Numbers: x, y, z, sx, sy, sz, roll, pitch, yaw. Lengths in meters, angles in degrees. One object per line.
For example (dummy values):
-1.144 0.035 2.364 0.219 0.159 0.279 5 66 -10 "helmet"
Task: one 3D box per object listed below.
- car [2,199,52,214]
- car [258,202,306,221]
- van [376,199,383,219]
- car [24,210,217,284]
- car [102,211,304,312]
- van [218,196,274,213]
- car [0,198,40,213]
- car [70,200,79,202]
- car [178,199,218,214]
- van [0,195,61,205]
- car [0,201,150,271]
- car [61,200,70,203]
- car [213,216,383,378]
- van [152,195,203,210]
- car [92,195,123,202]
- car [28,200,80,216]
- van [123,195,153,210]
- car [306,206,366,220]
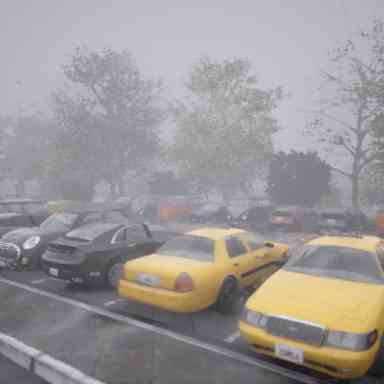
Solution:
-18.620 1.607 37.682 2.002 1.452 4.674 0 0 36 "car"
6.100 1.507 19.871 2.163 1.488 4.792 0 0 36 "car"
10.539 1.264 16.775 1.878 1.987 4.442 0 0 36 "van"
-1.618 1.484 9.268 2.231 1.521 4.892 0 0 36 "car"
0.737 1.483 7.804 1.946 1.575 5.366 0 0 36 "car"
3.789 1.254 21.371 1.878 1.987 4.442 0 0 35 "van"
-20.869 1.575 39.302 2.097 1.535 5.008 0 0 36 "car"
-7.406 1.271 29.553 2.435 2.045 5.566 0 0 36 "car"
1.597 1.486 23.094 2.097 1.535 5.008 0 0 36 "car"
-8.300 1.275 14.244 1.878 1.987 4.442 0 0 36 "van"
-3.850 1.360 10.926 2.185 1.767 4.553 0 0 36 "car"
-11.885 1.540 32.815 2.097 1.535 5.008 0 0 36 "car"
2.671 1.492 5.950 1.946 1.575 5.366 0 0 36 "car"
-0.584 1.269 24.806 1.878 1.987 4.442 0 0 36 "van"
-5.160 1.262 27.932 2.435 2.045 5.566 0 0 36 "car"
-14.227 1.589 34.516 2.002 1.452 4.674 0 0 36 "car"
-2.967 1.278 26.238 1.878 1.987 4.442 0 0 36 "van"
8.240 1.510 18.326 2.163 1.488 4.792 0 0 36 "car"
